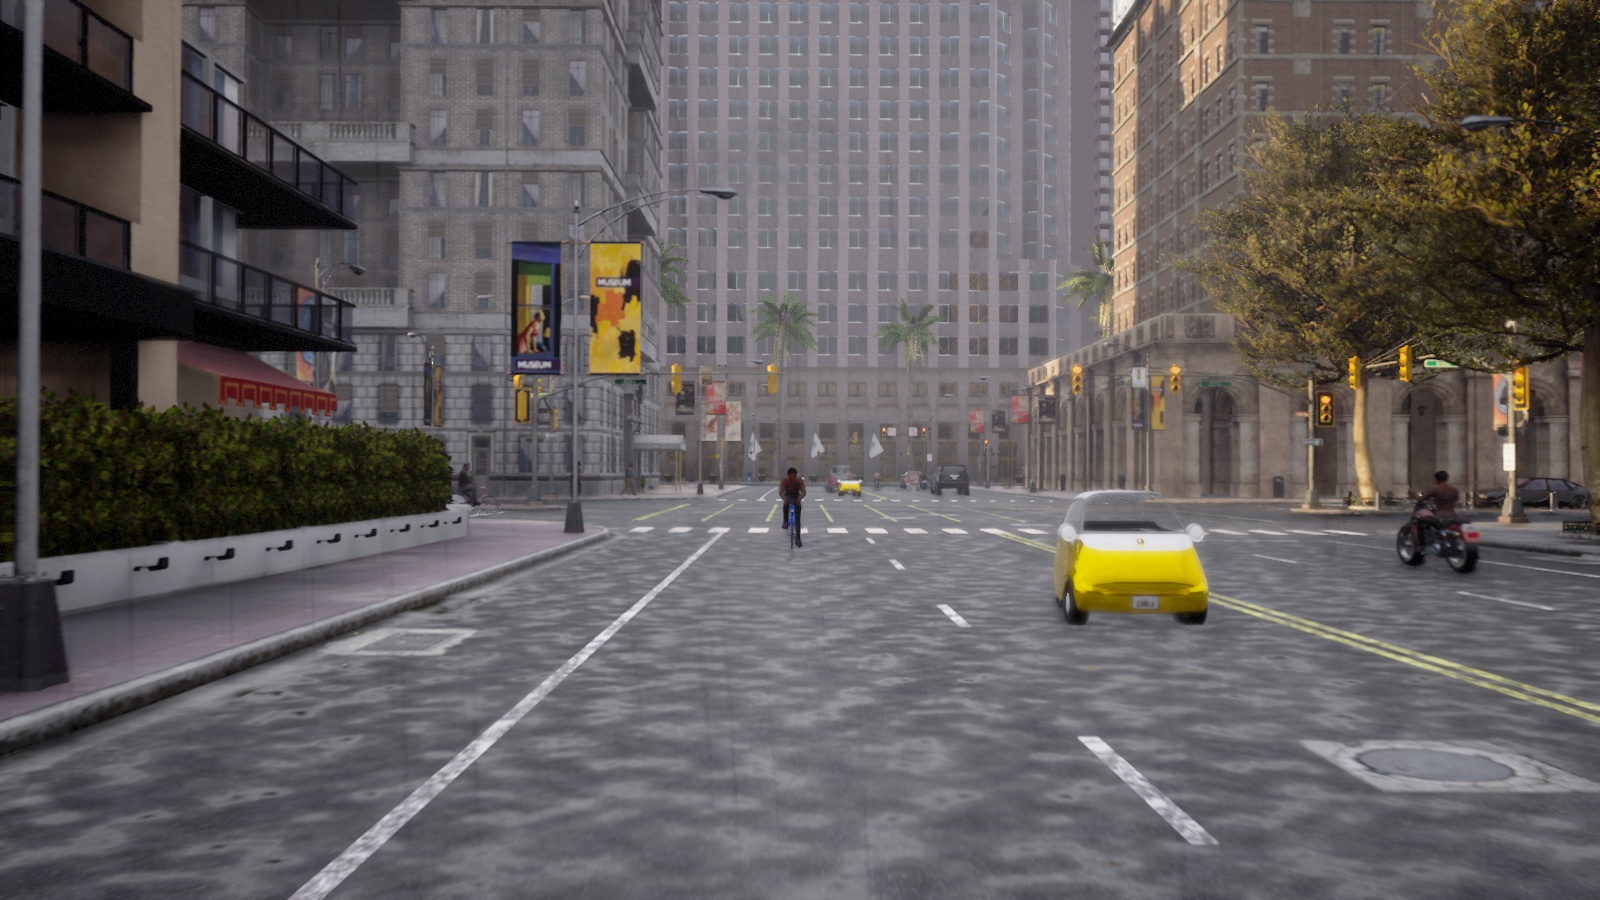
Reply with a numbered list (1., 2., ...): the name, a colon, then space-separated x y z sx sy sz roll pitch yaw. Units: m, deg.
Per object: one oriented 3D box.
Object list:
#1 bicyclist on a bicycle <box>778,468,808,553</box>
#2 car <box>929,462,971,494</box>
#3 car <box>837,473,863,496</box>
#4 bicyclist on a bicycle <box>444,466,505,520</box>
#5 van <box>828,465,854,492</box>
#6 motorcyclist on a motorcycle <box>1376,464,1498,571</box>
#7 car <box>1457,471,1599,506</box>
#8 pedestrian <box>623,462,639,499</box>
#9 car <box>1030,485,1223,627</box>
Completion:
1. bicyclist on a bicycle: -0.142 1.178 25.046 0.582 1.620 1.656 0 0 0
2. car: 10.044 1.877 84.408 2.150 2.045 5.566 0 -1 0
3. car: 3.075 2.131 77.711 1.481 1.376 2.207 0 -1 0
4. bicyclist on a bicycle: -10.719 1.407 41.426 1.843 1.776 0.659 0 -1 0
5. van: 3.071 2.095 93.956 1.775 1.987 4.442 0 -1 0
6. motorcyclist on a motorcycle: 10.381 1.061 20.577 0.766 1.649 2.350 0 -1 0
7. car: 30.866 1.605 52.808 5.357 1.411 2.033 0 -1 1
8. pedestrian: -8.860 1.583 65.685 0.788 1.949 0.423 0 -1 -13
9. car: 3.420 1.076 13.491 1.481 1.376 2.207 0 -1 0
